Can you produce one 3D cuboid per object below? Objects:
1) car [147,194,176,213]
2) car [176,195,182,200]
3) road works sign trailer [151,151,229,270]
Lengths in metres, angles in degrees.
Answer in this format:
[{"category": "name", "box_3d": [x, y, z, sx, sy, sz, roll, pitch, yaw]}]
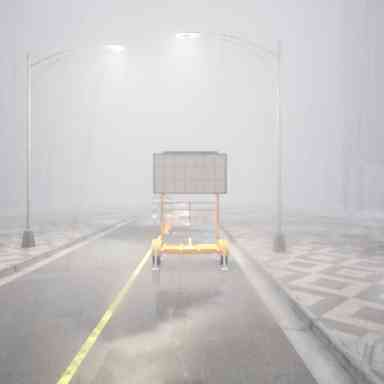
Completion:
[{"category": "car", "box_3d": [-3.322, 1.227, 37.419, 2.150, 2.045, 5.566, 0, 0, 0]}, {"category": "car", "box_3d": [-3.540, 1.576, 90.972, 2.033, 1.411, 5.357, 0, 0, 0]}, {"category": "road works sign trailer", "box_3d": [-0.064, 0.464, 10.990, 2.380, 3.560, 2.880, 0, 0, 0]}]
